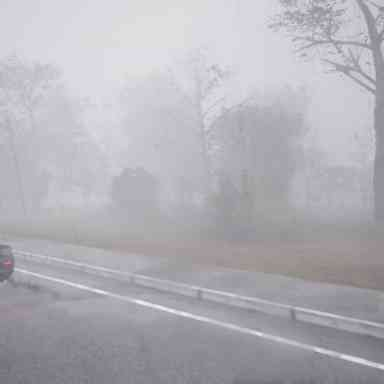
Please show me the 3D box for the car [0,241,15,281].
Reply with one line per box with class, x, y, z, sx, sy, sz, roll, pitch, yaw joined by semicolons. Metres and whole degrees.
car;-6.343;1.527;8.519;4.674;1.442;1.812;0;0;35
